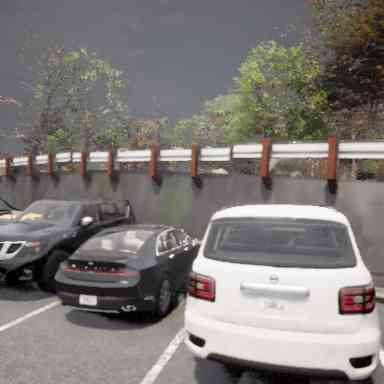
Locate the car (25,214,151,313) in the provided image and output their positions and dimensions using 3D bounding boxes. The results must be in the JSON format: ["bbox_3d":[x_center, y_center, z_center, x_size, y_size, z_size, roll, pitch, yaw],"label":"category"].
[{"bbox_3d":[-0.976,1.454,7.549,2.231,1.521,4.892,0,-1,16],"label":"car"}]

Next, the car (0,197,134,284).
[{"bbox_3d":[-3.429,1.182,9.285,2.435,2.045,5.566,1,0,16],"label":"car"}]

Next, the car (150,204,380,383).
[{"bbox_3d":[1.509,1.222,5.827,2.435,2.045,5.566,0,-1,15],"label":"car"}]
